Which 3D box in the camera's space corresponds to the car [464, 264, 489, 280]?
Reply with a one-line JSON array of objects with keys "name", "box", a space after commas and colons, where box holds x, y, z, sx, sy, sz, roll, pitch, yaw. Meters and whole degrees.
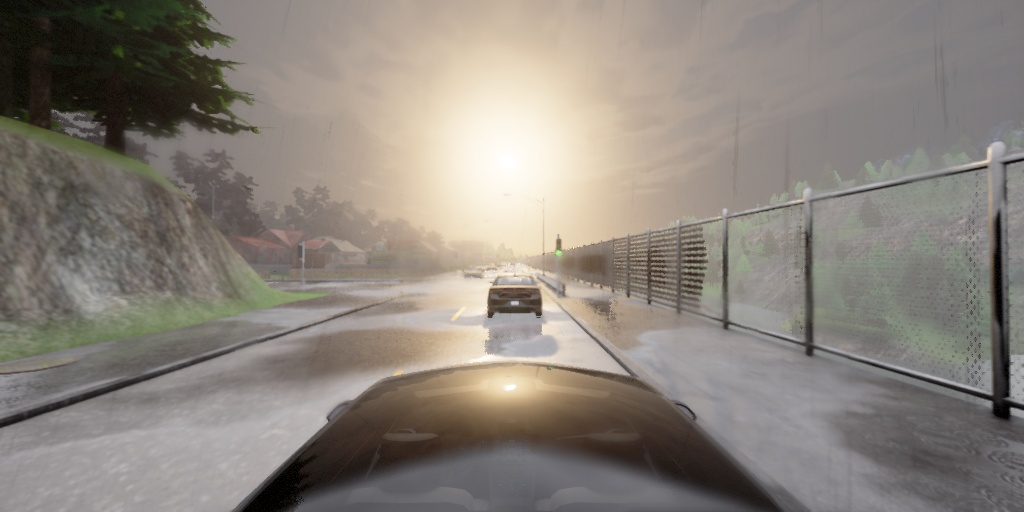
[{"name": "car", "box": [-3.928, 1.800, 38.079, 2.033, 1.411, 5.357, 0, 0, 0]}]

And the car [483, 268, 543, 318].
[{"name": "car", "box": [0.106, 1.386, 13.892, 1.882, 1.535, 5.008, 0, -1, 0]}]
